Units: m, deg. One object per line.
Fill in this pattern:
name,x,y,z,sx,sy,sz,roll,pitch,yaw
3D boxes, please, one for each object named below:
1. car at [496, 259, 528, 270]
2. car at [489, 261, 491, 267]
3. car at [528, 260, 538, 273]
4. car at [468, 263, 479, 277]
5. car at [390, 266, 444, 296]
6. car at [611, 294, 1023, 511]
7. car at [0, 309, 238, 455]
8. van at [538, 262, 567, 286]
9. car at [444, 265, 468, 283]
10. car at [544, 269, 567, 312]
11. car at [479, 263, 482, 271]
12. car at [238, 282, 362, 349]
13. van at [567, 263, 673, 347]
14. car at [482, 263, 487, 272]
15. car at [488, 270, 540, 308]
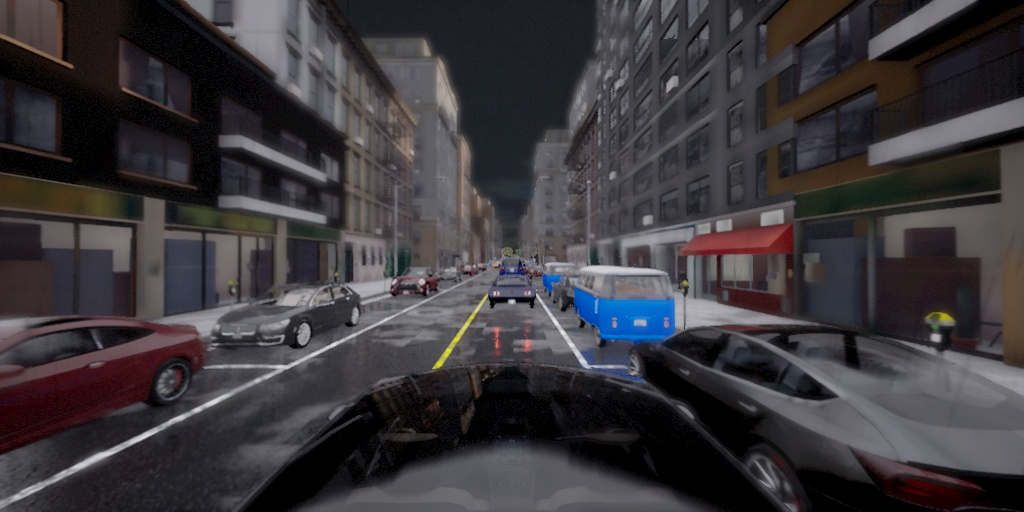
car,0.006,1.247,30.866,2.150,2.045,5.566,0,0,0
car,-5.376,1.927,64.326,1.948,1.339,4.313,0,0,0
car,2.644,1.529,36.770,1.967,1.591,4.097,0,0,0
car,-5.380,1.690,42.282,1.888,1.381,4.507,0,0,0
car,-5.384,1.365,20.240,1.967,1.591,4.097,0,0,0
car,2.637,1.334,3.708,1.948,1.339,4.313,0,0,0
car,-5.387,1.350,3.709,1.802,1.307,4.207,0,0,0
van,2.641,1.266,20.238,1.690,1.789,3.998,0,0,0
car,-5.382,1.585,31.261,2.007,1.370,4.403,0,0,0
car,2.640,1.422,14.728,2.007,1.370,4.403,0,0,0
car,-5.379,1.781,47.793,1.802,1.307,4.207,0,0,0
car,-5.386,1.370,9.219,2.007,1.370,4.403,0,0,0
van,2.639,1.160,9.218,1.690,1.789,3.998,0,0,0
car,-5.377,1.853,58.815,1.888,1.381,4.507,0,0,0
car,0.004,1.484,15.955,1.895,1.301,4.718,0,-1,0
